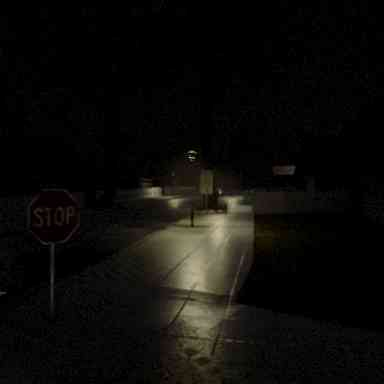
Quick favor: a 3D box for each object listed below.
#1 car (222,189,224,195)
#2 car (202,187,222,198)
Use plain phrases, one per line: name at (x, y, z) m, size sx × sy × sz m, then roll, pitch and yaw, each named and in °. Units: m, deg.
car at (4.435, -0.072, 57.292) m, size 1.812 × 1.442 × 4.674 m, roll 0°, pitch 1°, yaw 10°
car at (2.672, 0.138, 47.524) m, size 1.882 × 1.535 × 5.008 m, roll 0°, pitch 2°, yaw 10°
